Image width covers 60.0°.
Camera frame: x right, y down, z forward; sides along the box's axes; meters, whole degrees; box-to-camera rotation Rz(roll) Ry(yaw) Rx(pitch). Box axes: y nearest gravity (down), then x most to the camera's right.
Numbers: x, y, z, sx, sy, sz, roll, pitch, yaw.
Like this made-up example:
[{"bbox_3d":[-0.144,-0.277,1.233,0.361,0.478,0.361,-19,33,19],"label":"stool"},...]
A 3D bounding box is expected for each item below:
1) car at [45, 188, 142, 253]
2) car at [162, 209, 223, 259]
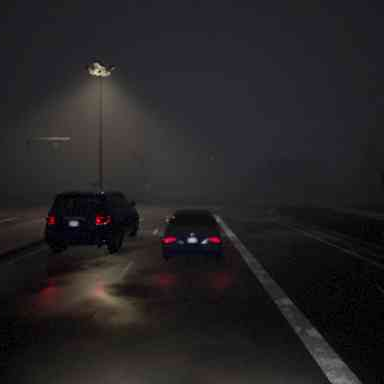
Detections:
[{"bbox_3d":[-3.469,0.957,12.511,2.150,2.045,5.566,0,1,1],"label":"car"},{"bbox_3d":[0.022,1.303,11.499,2.033,1.411,5.357,0,1,0],"label":"car"}]
